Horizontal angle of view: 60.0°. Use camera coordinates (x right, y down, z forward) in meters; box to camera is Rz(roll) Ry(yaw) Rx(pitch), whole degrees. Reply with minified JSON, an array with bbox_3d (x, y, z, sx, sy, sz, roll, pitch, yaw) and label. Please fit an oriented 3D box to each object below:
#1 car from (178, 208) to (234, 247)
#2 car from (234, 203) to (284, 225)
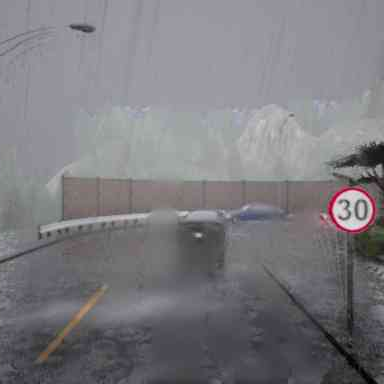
[{"bbox_3d":[0.672,1.475,15.063,1.882,1.535,5.008,-1,0,10],"label":"car"},{"bbox_3d":[4.292,1.523,23.813,4.674,1.442,1.812,0,0,-16],"label":"car"}]
